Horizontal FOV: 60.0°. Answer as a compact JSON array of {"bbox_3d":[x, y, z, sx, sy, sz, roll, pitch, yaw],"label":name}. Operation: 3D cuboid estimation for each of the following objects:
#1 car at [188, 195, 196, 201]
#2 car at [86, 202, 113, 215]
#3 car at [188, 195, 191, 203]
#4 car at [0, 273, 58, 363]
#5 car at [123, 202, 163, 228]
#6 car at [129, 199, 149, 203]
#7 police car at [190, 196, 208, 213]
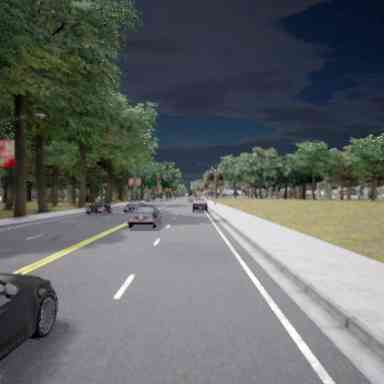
[{"bbox_3d":[0.027,1.764,95.554,2.097,1.767,4.553,0,0,0],"label":"car"},{"bbox_3d":[-9.831,1.726,35.462,1.994,1.385,4.181,0,0,0],"label":"car"},{"bbox_3d":[0.022,1.793,75.774,2.033,1.411,5.357,0,0,0],"label":"car"},{"bbox_3d":[-3.150,1.541,3.643,1.812,1.442,4.674,0,0,0],"label":"car"},{"bbox_3d":[-3.141,1.647,22.892,2.033,1.411,5.357,0,0,0],"label":"car"},{"bbox_3d":[-6.578,1.741,38.345,1.994,1.385,4.181,0,0,0],"label":"car"},{"bbox_3d":[0.986,1.615,40.746,1.930,1.638,5.238,0,0,0],"label":"police car"}]
